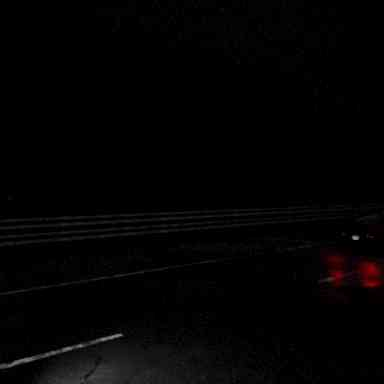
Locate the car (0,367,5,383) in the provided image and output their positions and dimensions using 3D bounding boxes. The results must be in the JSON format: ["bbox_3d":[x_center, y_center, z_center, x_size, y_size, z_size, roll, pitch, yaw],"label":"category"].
[{"bbox_3d":[-3.440,1.507,1.293,4.892,1.490,1.837,0,0,-35],"label":"car"}]

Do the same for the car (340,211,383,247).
[{"bbox_3d":[7.975,1.519,13.737,4.674,1.442,1.812,0,0,-35],"label":"car"}]
